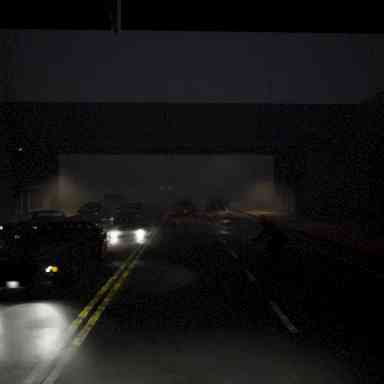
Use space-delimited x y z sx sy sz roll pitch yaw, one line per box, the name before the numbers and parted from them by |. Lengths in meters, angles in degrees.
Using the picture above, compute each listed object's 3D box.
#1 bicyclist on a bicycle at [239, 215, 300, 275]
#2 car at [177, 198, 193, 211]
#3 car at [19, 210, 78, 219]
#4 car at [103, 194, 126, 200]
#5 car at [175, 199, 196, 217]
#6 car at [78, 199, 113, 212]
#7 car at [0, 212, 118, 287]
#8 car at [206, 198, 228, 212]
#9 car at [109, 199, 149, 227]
bicyclist on a bicycle | 2.083 1.453 9.002 1.656 1.620 0.582 -2 0 -1
car | -0.847 1.525 40.722 1.812 1.442 4.674 0 0 -2
car | -7.457 1.601 16.349 1.895 1.301 4.718 0 0 -1
car | -7.822 1.221 33.357 2.150 2.045 5.566 0 0 -2
car | -0.610 1.477 31.348 1.882 1.535 5.008 0 0 -1
car | -7.580 1.526 25.779 1.812 1.442 4.674 0 0 -1
car | -3.801 1.547 9.614 2.033 1.411 5.357 0 0 -1
car | 2.714 1.477 38.966 1.882 1.535 5.008 0 0 -1
car | -4.108 1.477 23.125 1.882 1.535 5.008 0 0 -1
